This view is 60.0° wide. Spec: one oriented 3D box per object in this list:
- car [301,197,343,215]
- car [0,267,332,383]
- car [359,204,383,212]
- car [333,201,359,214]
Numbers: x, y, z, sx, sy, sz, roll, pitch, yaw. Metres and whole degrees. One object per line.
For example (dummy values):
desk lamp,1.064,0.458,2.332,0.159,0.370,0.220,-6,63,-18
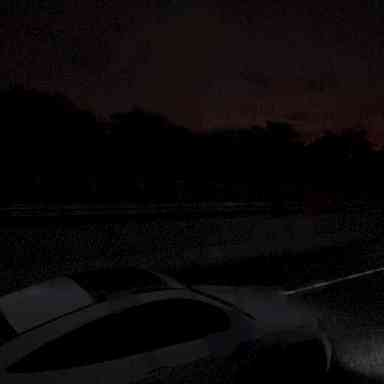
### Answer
car,14.096,1.535,35.533,5.566,2.045,2.150,1,0,-35
car,-0.535,1.539,3.364,4.674,1.442,1.812,1,0,-36
car,16.966,1.803,28.982,4.892,1.490,1.837,1,0,-35
car,16.320,1.880,32.817,4.181,1.385,1.994,1,0,-35
